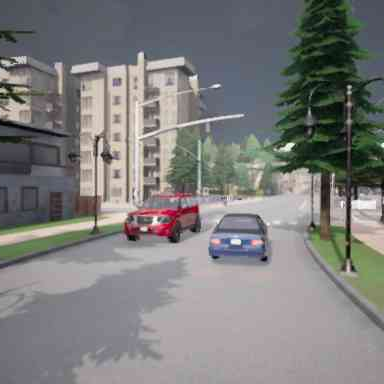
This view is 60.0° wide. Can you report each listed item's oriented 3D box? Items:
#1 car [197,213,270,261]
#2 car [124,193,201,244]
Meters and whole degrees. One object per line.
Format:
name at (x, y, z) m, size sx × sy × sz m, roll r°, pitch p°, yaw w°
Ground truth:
car at (1.797, 1.458, 12.003) m, size 2.033 × 1.411 × 5.357 m, roll 0°, pitch 0°, yaw 12°
car at (-1.140, 1.098, 15.722) m, size 2.150 × 2.045 × 5.566 m, roll 0°, pitch 0°, yaw 16°
